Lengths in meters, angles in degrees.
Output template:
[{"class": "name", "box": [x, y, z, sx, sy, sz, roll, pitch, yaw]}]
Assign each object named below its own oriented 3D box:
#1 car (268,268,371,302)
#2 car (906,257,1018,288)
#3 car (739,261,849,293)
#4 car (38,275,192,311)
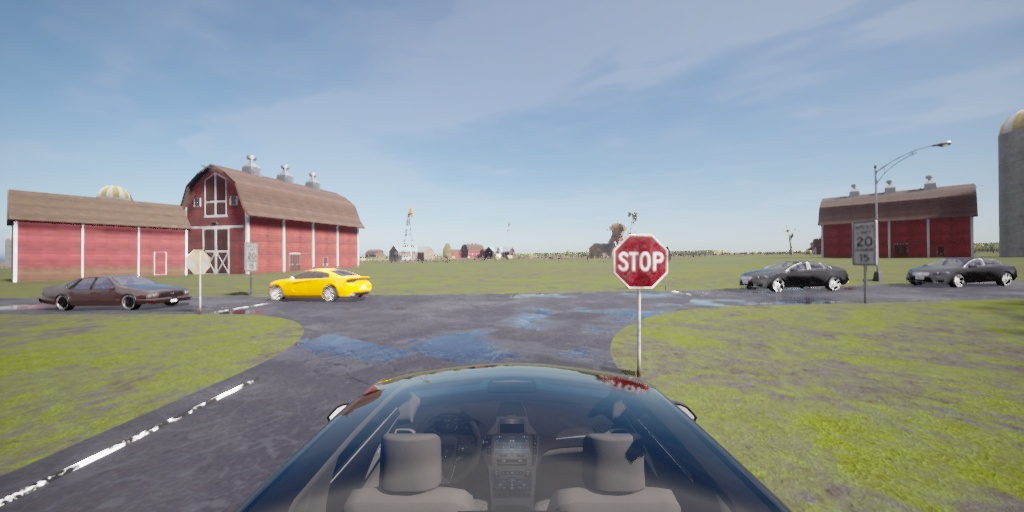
[{"class": "car", "box": [-9.378, 1.363, 17.460, 5.008, 1.535, 1.882, -1, -1, 15]}, {"class": "car", "box": [23.489, 0.824, 18.822, 4.902, 1.511, 2.128, -1, 0, -7]}, {"class": "car", "box": [14.024, 0.987, 17.985, 4.902, 1.511, 2.128, -1, 0, -4]}, {"class": "car", "box": [-16.972, 1.534, 15.411, 5.357, 1.411, 2.033, -1, -1, 5]}]
